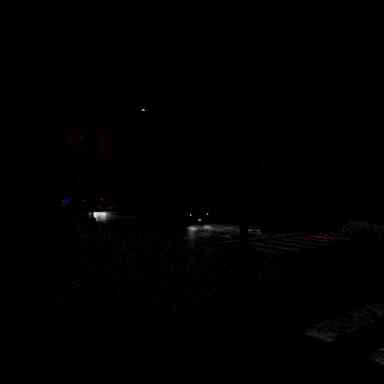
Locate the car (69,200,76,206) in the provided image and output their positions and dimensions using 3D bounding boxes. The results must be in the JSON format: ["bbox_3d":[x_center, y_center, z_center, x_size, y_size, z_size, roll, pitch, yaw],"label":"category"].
[{"bbox_3d":[-18.930,1.817,56.570,1.895,1.301,4.718,0,0,-36],"label":"car"}]

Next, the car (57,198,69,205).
[{"bbox_3d":[-25.068,1.817,65.134,1.994,1.385,4.181,0,0,-36],"label":"car"}]

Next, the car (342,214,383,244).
[{"bbox_3d":[9.137,1.619,14.301,4.718,1.301,1.895,0,0,33],"label":"car"}]

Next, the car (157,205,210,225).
[{"bbox_3d":[-0.728,1.675,25.234,1.895,1.301,4.718,0,0,-36],"label":"car"}]

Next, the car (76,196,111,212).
[{"bbox_3d":[-12.396,1.643,41.556,2.128,1.511,4.902,0,0,-35],"label":"car"}]

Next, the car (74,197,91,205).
[{"bbox_3d":[-21.798,1.758,66.151,1.837,1.490,4.892,0,0,-36],"label":"car"}]

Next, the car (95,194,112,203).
[{"bbox_3d":[-15.847,1.441,57.840,2.150,2.045,5.566,0,0,-35],"label":"car"}]
